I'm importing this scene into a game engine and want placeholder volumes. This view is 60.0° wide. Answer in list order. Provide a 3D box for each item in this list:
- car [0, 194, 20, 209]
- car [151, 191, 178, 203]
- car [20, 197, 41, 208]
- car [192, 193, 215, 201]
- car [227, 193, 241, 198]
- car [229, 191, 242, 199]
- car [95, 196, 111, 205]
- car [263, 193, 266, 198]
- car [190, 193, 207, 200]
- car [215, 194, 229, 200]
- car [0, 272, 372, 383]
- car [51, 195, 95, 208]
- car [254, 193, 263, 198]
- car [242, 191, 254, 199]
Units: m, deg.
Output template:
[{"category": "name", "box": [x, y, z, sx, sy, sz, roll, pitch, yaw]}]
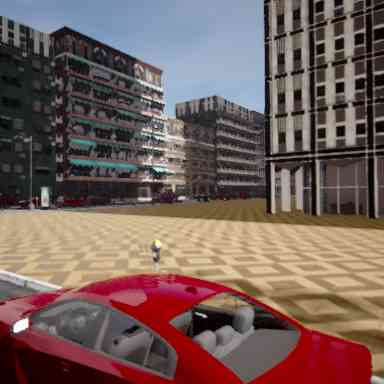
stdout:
[{"category": "car", "box": [-24.396, 1.161, 40.662, 2.192, 1.841, 5.009, 0, 0, 36]}, {"category": "car", "box": [-4.641, 1.011, 53.654, 1.967, 1.590, 4.097, 0, 0, 36]}, {"category": "car", "box": [-21.151, 1.349, 45.140, 1.887, 1.381, 4.507, 0, 0, 36]}, {"category": "car", "box": [1.843, 1.043, 62.609, 2.008, 1.369, 4.403, 0, 0, 36]}, {"category": "car", "box": [11.266, 0.980, 89.910, 1.947, 1.339, 4.313, 0, 0, 36]}, {"category": "car", "box": [8.327, 0.997, 71.563, 1.802, 1.307, 4.206, 0, 0, 36]}, {"category": "car", "box": [-14.618, 1.260, 49.750, 2.033, 1.411, 5.357, -1, 0, 36]}, {"category": "car", "box": [18.053, 0.885, 84.994, 1.802, 1.307, 4.206, 0, 0, 36]}, {"category": "car", "box": [1.539, 0.966, 76.478, 1.967, 1.590, 4.097, 0, 0, 36]}, {"category": "car", "box": [5.085, 0.999, 67.086, 1.887, 1.381, 4.507, 0, 0, 36]}, {"category": "car", "box": [-0.621, 1.542, 3.433, 4.507, 1.381, 1.887, 0, -1, 36]}, {"category": "car", "box": [-14.366, 1.134, 40.223, 1.967, 1.590, 4.097, 0, 0, 36]}, {"category": "car", "box": [14.810, 0.890, 80.517, 2.008, 1.369, 4.403, 0, 0, 36]}, {"category": "car", "box": [11.566, 0.692, 76.040, 2.192, 1.841, 5.009, 0, 0, 36]}]
